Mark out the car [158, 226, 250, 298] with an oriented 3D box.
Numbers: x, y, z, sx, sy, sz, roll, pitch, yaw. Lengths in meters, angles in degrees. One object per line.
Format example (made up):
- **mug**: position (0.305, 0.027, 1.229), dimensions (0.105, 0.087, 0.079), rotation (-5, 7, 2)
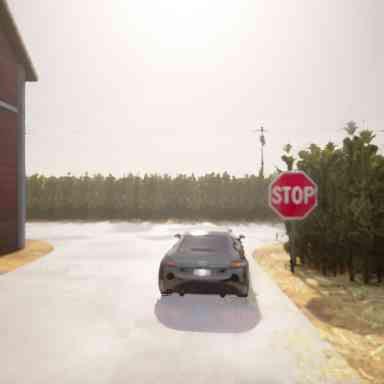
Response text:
- **car**: position (0.436, 1.574, 8.630), dimensions (1.994, 1.385, 4.181), rotation (0, 0, 7)
